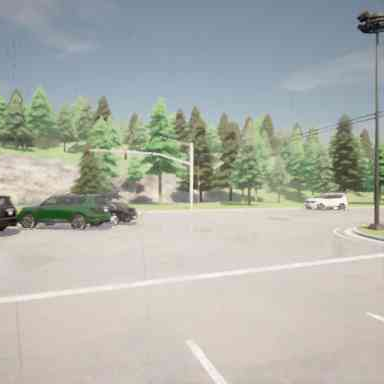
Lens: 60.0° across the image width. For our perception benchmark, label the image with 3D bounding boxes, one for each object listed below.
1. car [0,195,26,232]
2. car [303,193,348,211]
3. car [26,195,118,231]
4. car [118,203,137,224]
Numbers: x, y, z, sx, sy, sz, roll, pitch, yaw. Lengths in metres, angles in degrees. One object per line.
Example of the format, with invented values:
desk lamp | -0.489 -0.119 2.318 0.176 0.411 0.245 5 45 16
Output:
car | -12.036 1.178 17.148 5.566 2.045 2.150 0 -1 1
car | 16.572 1.199 41.214 5.566 2.045 2.150 0 0 -19
car | -7.728 1.182 20.245 5.566 2.045 2.150 0 -1 12
car | -6.263 1.464 23.328 4.892 1.490 1.837 0 -1 16
